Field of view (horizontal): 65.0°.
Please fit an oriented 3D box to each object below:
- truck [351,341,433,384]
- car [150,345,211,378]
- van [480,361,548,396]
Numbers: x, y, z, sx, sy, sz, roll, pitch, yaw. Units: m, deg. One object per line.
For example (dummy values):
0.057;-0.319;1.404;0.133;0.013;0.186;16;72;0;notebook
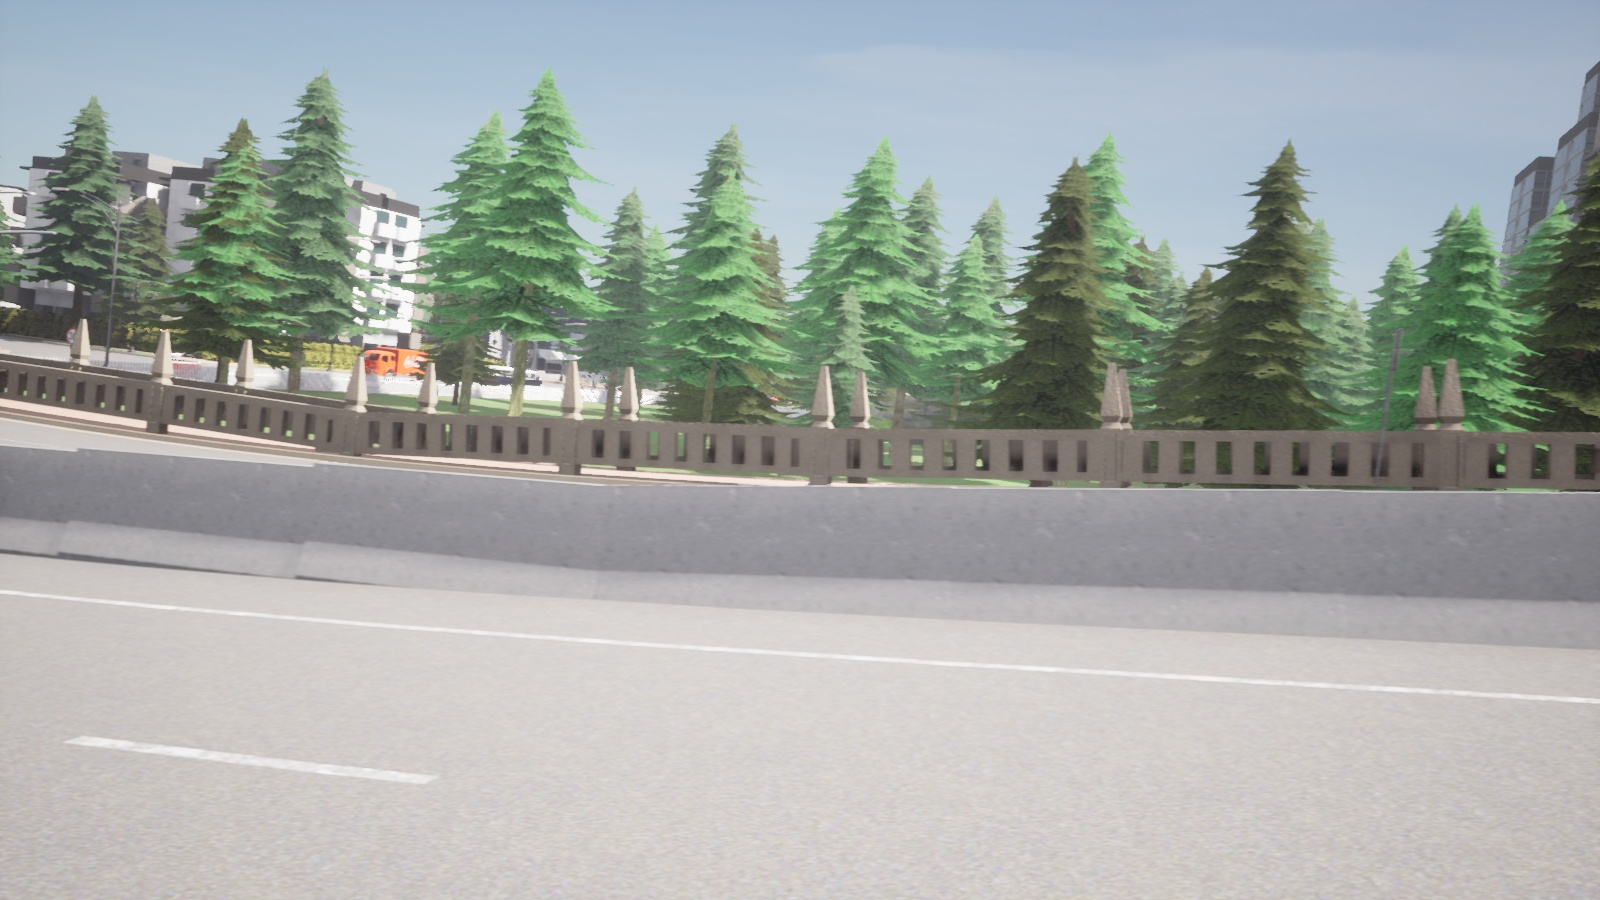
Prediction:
-28.816;-6.190;88.914;2.627;2.467;5.204;8;3;20;truck
-31.003;-4.438;62.907;1.481;1.376;2.207;8;4;20;car
-21.267;-5.290;93.435;2.069;2.038;4.480;10;4;37;van
